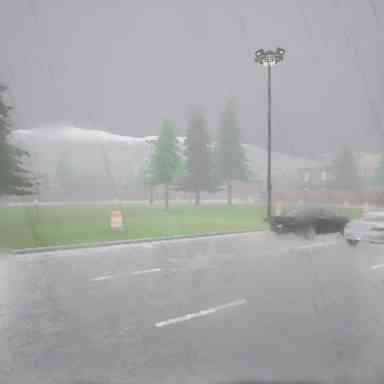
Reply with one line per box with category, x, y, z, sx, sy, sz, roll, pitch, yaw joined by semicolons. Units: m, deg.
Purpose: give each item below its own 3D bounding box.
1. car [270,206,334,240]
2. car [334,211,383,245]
car;6.176;1.482;17.001;5.008;1.535;1.882;0;0;-35
car;8.269;1.530;14.066;4.674;1.442;1.812;0;0;-35
